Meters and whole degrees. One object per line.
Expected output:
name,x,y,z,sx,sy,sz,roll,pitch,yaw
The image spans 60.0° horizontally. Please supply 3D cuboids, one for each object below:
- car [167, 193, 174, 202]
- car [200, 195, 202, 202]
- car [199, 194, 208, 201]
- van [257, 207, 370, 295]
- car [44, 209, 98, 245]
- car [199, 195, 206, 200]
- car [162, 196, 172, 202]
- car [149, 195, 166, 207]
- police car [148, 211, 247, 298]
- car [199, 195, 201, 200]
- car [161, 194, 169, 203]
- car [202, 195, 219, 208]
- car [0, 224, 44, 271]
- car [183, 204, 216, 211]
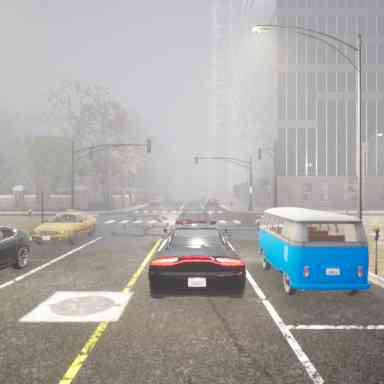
car,-5.608,1.276,69.271,2.192,1.841,5.009,0,0,0
car,2.752,1.538,52.214,1.947,1.339,4.313,0,0,0
car,2.786,1.388,80.620,1.967,1.590,4.097,0,0,0
van,2.783,1.337,8.408,1.690,1.788,3.998,0,0,0
car,-5.801,1.518,15.651,1.752,1.417,4.829,0,0,0
car,2.799,1.452,92.156,1.752,1.417,4.829,0,0,0
car,-5.603,1.537,74.953,1.802,1.307,4.206,0,0,0
car,-5.629,1.517,52.222,1.887,1.381,4.507,0,0,0
police car,0.106,1.501,8.593,2.038,1.542,4.974,0,0,0
car,2.778,1.521,74.939,1.947,1.339,4.313,0,0,0
car,-5.623,1.520,57.904,2.008,1.369,4.403,0,0,0
car,2.746,1.416,46.534,1.967,1.590,4.097,0,0,0
car,-5.761,1.562,8.417,1.947,1.339,4.313,0,0,0
car,0.119,1.555,17.556,1.994,1.385,4.181,0,0,0
